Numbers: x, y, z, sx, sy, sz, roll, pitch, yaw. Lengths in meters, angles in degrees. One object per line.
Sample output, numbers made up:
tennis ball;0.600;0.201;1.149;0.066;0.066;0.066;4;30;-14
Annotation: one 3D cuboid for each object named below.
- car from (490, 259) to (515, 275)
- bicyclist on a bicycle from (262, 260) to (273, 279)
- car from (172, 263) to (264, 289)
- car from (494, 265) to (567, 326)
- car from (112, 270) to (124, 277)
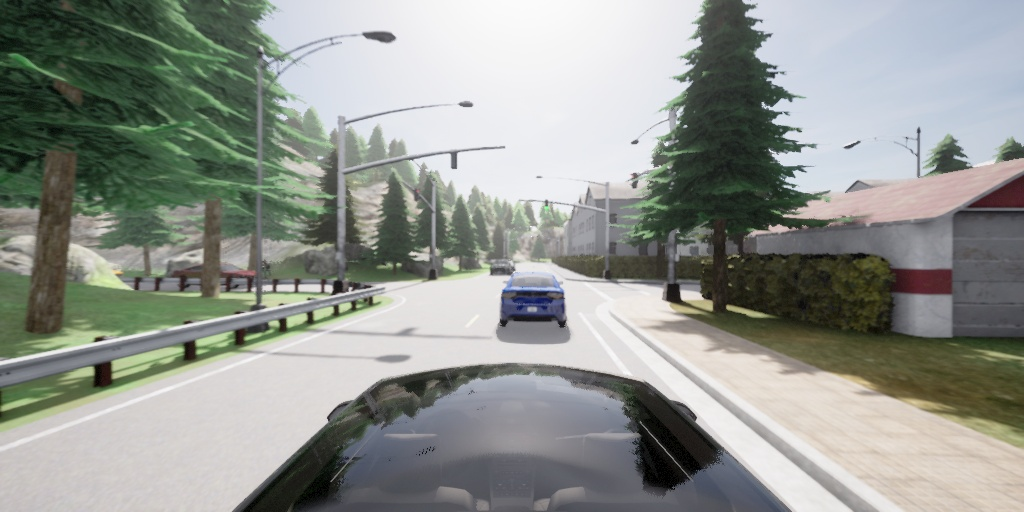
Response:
car;-1.186;1.134;39.283;2.097;1.767;4.553;0;0;4
bicyclist on a bicycle;-20.170;1.098;29.348;0.582;1.620;1.656;-2;6;3
car;-18.080;1.177;22.160;5.008;1.535;1.882;0;0;3
car;0.689;1.241;11.775;1.882;1.535;5.008;0;0;4
car;-27.573;1.133;22.728;5.008;1.535;1.882;0;0;3
